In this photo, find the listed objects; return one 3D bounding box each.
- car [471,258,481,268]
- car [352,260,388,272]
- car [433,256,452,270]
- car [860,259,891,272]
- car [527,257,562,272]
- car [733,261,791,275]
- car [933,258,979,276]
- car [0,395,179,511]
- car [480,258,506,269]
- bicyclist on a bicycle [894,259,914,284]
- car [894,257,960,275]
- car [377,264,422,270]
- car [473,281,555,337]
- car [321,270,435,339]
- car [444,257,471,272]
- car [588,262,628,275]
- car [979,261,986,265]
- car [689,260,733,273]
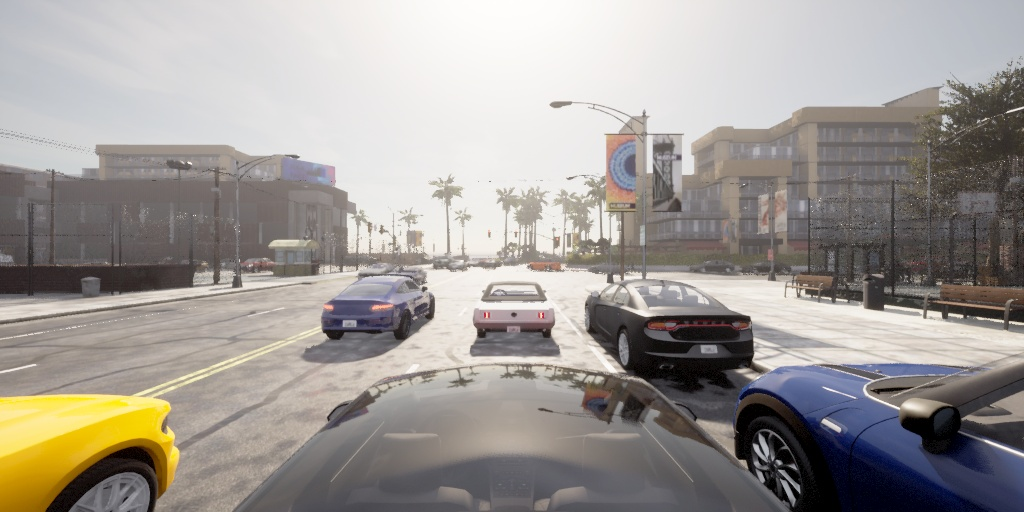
[{"bbox_3d":[-6.128,1.297,60.679,2.033,1.411,5.357,0,0,11],"label":"car"},{"bbox_3d":[-10.610,1.298,29.052,2.033,1.411,5.357,0,0,0],"label":"car"},{"bbox_3d":[-10.291,0.971,54.347,2.150,2.045,5.566,0,0,4],"label":"car"},{"bbox_3d":[43.829,1.101,42.124,4.553,1.767,2.097,0,0,0],"label":"car"},{"bbox_3d":[4.098,1.102,46.431,2.097,1.767,4.553,0,0,-44],"label":"car"},{"bbox_3d":[27.110,1.227,38.551,5.008,1.535,1.882,0,0,0],"label":"car"},{"bbox_3d":[45.165,1.241,35.124,4.902,1.511,2.128,0,0,-1],"label":"car"},{"bbox_3d":[-3.402,1.228,0.582,1.882,1.535,5.008,0,0,-1],"label":"car"},{"bbox_3d":[-3.051,1.297,58.602,2.033,1.411,5.357,0,0,12],"label":"car"},{"bbox_3d":[26.068,1.050,24.063,0.582,1.620,1.656,0,0,-1],"label":"bicyclist on a bicycle"},{"bbox_3d":[45.103,1.078,38.624,5.566,2.045,2.150,0,0,-1],"label":"car"},{"bbox_3d":[-7.108,1.351,24.179,1.895,1.301,4.718,0,0,0],"label":"car"},{"bbox_3d":[0.061,1.351,10.233,1.895,1.301,4.718,0,0,0],"label":"car"},{"bbox_3d":[-3.441,1.276,9.938,1.812,1.442,4.674,0,0,0],"label":"car"},{"bbox_3d":[-7.021,1.242,46.598,2.128,1.511,4.902,0,0,1],"label":"car"},{"bbox_3d":[10.331,1.314,38.862,4.181,1.385,1.994,0,0,7],"label":"car"},{"bbox_3d":[45.198,1.241,31.624,4.902,1.511,2.128,0,0,-1],"label":"car"},{"bbox_3d":[23.384,1.250,42.019,4.892,1.490,1.837,-1,0,0],"label":"car"}]
